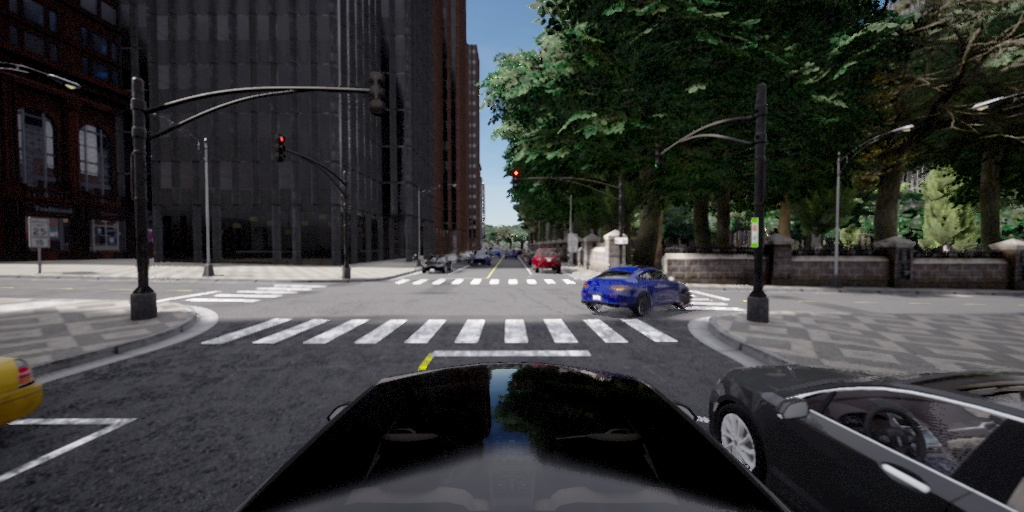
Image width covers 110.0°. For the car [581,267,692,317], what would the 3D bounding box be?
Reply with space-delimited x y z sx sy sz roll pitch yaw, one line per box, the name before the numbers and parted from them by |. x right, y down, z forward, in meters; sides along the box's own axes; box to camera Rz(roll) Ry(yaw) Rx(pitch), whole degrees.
car | 4.215 1.070 12.023 4.674 1.442 1.812 1 0 -42

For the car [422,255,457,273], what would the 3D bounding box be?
car | -5.848 0.595 28.415 1.948 1.339 4.313 0 0 0

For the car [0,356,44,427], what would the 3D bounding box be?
car | -5.761 1.278 1.590 1.751 1.417 4.829 0 0 0

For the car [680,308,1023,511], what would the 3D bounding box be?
car | 2.764 1.296 1.797 2.007 1.370 4.403 0 0 0

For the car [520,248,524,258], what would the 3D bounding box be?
car | 2.606 -0.003 50.270 2.007 1.370 4.403 0 0 0

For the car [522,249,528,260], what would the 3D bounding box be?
car | 2.624 0.141 44.815 2.007 1.370 4.403 0 0 0

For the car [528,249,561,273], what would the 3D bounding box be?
car | 2.677 0.338 28.452 2.192 1.841 5.009 0 0 0

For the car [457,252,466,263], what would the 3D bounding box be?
car | -5.901 0.147 44.779 2.007 1.370 4.403 0 0 0

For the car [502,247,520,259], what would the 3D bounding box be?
car | -0.132 -0.421 58.635 2.097 1.767 4.553 0 2 0

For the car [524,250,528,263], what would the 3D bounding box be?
car | 2.642 0.300 39.360 1.948 1.339 4.313 0 0 0

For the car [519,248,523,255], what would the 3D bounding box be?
car | 2.588 -0.258 55.724 1.967 1.591 4.097 0 0 0

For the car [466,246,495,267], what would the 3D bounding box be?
car | -3.211 0.141 37.437 2.097 1.767 4.553 0 1 0
